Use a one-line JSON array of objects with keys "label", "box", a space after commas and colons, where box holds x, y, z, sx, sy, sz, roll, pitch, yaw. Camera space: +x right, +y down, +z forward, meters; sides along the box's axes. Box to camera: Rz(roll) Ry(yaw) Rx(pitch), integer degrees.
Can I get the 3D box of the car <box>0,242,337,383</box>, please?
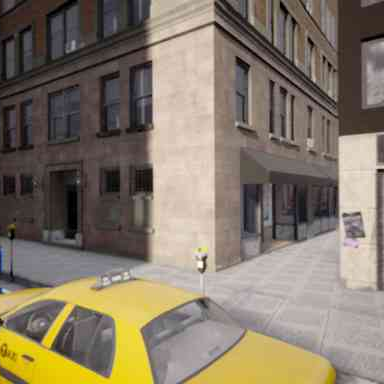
[{"label": "car", "box": [-1.023, 1.518, 3.589, 4.829, 1.417, 1.752, 0, 0, 36]}]
